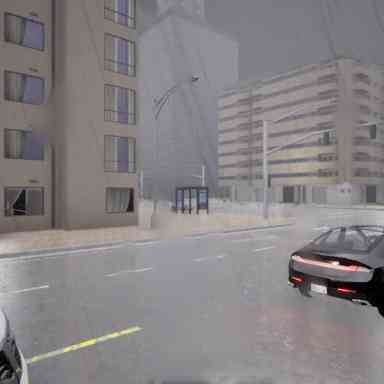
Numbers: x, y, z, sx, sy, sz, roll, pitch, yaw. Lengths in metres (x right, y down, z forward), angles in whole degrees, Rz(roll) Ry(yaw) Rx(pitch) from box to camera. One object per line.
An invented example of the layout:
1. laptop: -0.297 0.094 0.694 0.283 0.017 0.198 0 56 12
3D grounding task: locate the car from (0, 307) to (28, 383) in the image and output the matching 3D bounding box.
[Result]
1. car: -3.755 1.221 1.367 5.566 2.045 2.150 0 0 -32

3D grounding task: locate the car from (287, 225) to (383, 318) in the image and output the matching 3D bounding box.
1. car: 4.120 1.492 7.380 4.902 1.511 2.128 0 0 -39

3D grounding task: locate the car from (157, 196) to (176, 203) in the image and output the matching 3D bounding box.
1. car: -5.049 1.596 72.923 5.357 1.411 2.033 0 0 -40
